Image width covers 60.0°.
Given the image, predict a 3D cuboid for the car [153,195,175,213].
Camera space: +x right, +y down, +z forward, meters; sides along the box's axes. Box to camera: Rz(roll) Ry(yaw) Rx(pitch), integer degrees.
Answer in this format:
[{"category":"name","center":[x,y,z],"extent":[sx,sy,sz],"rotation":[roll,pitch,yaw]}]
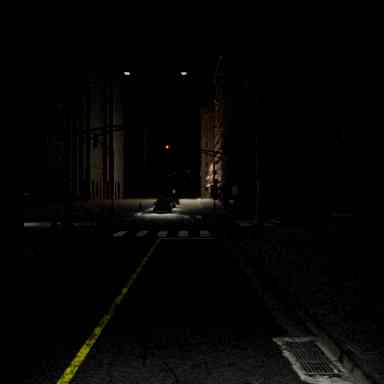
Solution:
[{"category":"car","center":[-3.274,1.479,37.812],"extent":[1.882,1.535,5.008],"rotation":[0,0,0]}]

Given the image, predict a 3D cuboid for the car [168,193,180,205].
[{"category":"car","center":[-3.356,1.224,58.486],"extent":[2.150,2.045,5.566],"rotation":[0,0,0]}]

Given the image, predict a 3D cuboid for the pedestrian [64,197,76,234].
[{"category":"pedestrian","center":[-6.095,1.144,16.572],"extent":[0.375,1.860,0.375],"rotation":[0,0,0]}]

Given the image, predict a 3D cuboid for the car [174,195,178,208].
[{"category":"car","center":[-3.321,1.528,47.775],"extent":[1.812,1.442,4.674],"rotation":[0,0,0]}]
